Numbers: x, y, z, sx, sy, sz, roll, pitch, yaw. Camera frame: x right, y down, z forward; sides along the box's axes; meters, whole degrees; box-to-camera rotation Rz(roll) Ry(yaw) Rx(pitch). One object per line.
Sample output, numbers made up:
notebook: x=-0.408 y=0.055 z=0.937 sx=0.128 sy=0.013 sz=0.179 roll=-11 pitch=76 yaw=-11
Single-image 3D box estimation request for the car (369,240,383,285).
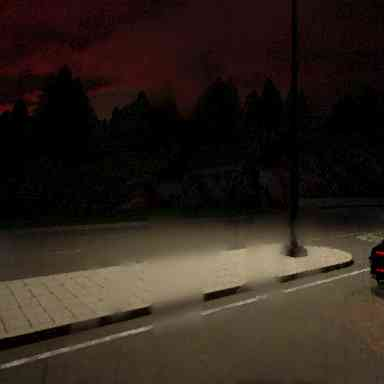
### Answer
car: x=6.269 y=1.505 z=8.209 sx=4.892 sy=1.490 sz=1.837 roll=0 pitch=0 yaw=-35
